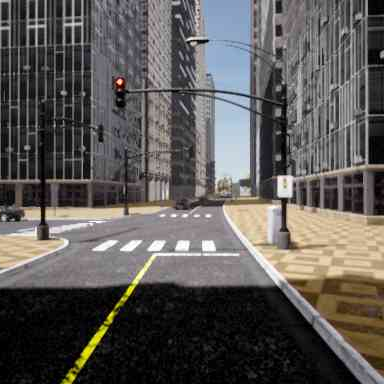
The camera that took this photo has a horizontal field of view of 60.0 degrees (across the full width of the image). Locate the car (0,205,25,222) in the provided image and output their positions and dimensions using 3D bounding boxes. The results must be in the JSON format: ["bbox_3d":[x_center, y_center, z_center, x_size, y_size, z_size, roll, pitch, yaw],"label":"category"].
[{"bbox_3d":[-16.450,1.827,28.263,4.403,1.369,2.008,-1,1,10],"label":"car"}]

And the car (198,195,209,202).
[{"bbox_3d":[2.498,1.387,71.892,1.994,1.385,4.181,0,0,8],"label":"car"}]

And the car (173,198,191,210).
[{"bbox_3d":[-1.161,1.494,40.738,1.837,1.490,4.892,0,2,5],"label":"car"}]
